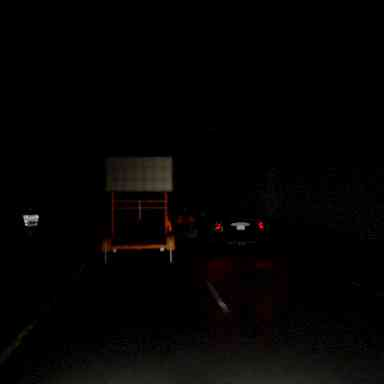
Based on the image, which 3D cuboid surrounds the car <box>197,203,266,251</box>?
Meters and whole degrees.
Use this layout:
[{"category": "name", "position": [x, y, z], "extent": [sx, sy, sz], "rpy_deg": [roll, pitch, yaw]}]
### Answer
[{"category": "car", "position": [1.483, 1.311, 14.123], "extent": [2.097, 1.767, 4.553], "rpy_deg": [0, 0, -7]}]

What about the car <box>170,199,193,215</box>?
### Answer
[{"category": "car", "position": [-1.048, 1.396, 33.168], "extent": [2.128, 1.511, 4.902], "rpy_deg": [0, 0, -9]}]

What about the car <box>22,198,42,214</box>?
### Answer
[{"category": "car", "position": [-15.542, 1.399, 33.585], "extent": [2.128, 1.511, 4.902], "rpy_deg": [0, 0, -10]}]

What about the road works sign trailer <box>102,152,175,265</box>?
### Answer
[{"category": "road works sign trailer", "position": [-1.830, 0.431, 11.666], "extent": [2.380, 3.560, 2.880], "rpy_deg": [0, 0, -7]}]
